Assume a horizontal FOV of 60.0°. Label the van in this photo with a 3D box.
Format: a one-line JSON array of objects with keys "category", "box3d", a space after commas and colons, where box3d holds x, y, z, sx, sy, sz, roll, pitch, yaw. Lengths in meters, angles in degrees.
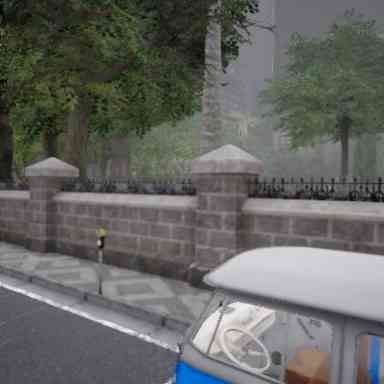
[{"category": "van", "box3d": [1.687, 1.349, 1.761, 3.998, 1.788, 1.690, 1, 1, 35]}]
